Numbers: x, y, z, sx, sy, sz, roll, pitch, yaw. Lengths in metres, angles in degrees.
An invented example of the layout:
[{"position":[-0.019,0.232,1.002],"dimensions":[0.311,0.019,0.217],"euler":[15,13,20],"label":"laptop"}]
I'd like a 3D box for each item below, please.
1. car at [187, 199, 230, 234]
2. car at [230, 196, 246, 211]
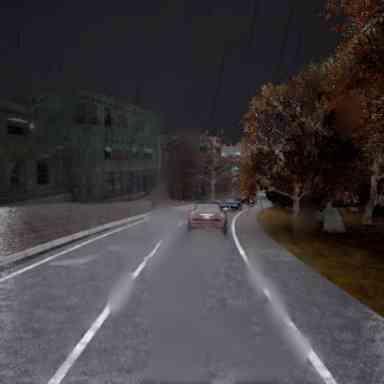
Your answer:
[{"position":[0.977,1.299,19.226],"dimensions":[2.097,1.767,4.553],"euler":[1,0,6],"label":"car"},{"position":[4.823,1.484,39.340],"dimensions":[1.895,1.301,4.718],"euler":[2,0,16],"label":"car"}]
